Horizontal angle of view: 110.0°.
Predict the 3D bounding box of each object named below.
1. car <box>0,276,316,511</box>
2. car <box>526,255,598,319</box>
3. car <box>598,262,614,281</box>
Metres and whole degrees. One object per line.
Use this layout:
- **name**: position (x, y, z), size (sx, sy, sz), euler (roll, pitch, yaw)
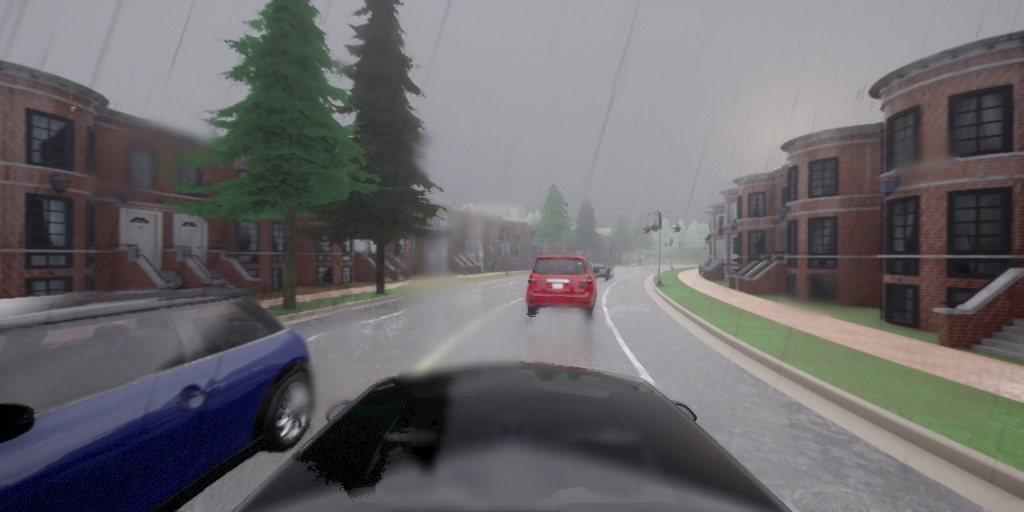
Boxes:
- **car**: position (-3.350, 1.080, 2.143), size (2.097, 1.767, 4.553), euler (0, 0, 3)
- **car**: position (1.962, 0.978, 13.132), size (2.150, 2.045, 5.566), euler (0, 0, 13)
- **car**: position (7.559, 1.276, 30.651), size (2.128, 1.511, 4.902), euler (0, 0, 21)
